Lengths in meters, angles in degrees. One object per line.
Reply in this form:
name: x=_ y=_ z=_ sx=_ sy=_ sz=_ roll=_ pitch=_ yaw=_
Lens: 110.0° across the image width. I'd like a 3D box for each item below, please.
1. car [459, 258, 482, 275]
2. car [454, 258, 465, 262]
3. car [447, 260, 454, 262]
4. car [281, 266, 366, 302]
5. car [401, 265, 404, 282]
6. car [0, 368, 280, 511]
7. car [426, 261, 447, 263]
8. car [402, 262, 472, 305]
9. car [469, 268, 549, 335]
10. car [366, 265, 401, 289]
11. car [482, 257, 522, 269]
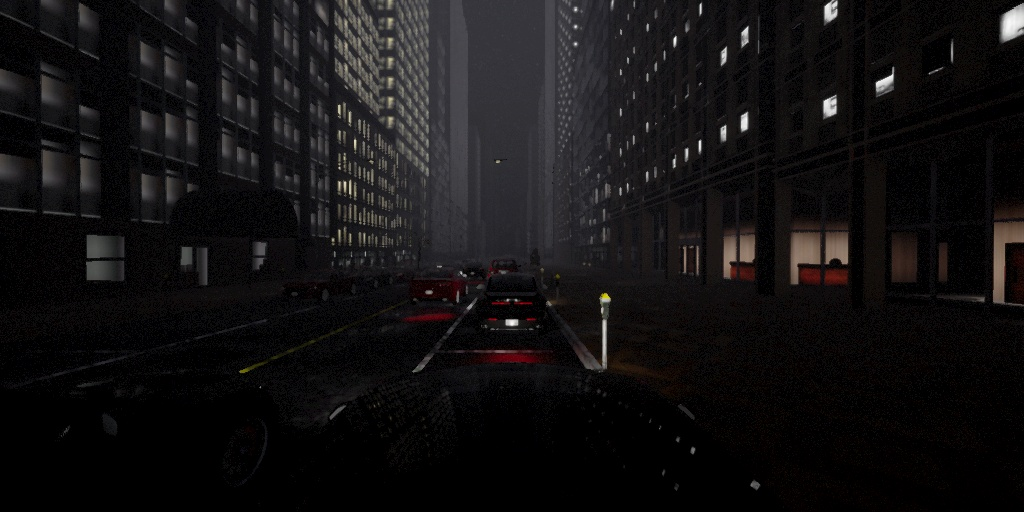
car: x=-3.146 y=1.230 z=31.098 sx=1.882 sy=1.535 sz=5.008 roll=0 pitch=0 yaw=0
car: x=-6.146 y=1.262 z=49.097 sx=2.128 sy=1.511 sz=4.902 roll=0 pitch=0 yaw=0
car: x=-8.837 y=1.290 z=50.940 sx=2.007 sy=1.370 sz=4.403 roll=0 pitch=0 yaw=0
car: x=-8.837 y=1.292 z=16.839 sx=1.888 sy=1.381 sz=4.507 roll=0 pitch=0 yaw=0
car: x=-8.837 y=1.327 z=28.206 sx=1.802 sy=1.307 sz=4.207 roll=0 pitch=0 yaw=0
car: x=-3.146 y=1.275 z=1.501 sx=1.812 sy=1.442 sz=4.674 roll=0 pitch=0 yaw=0
car: x=-8.837 y=1.293 z=39.574 sx=2.007 sy=1.370 sz=4.403 roll=0 pitch=0 yaw=0
car: x=-3.146 y=1.233 z=16.097 sx=1.882 sy=1.535 sz=5.008 roll=0 pitch=0 yaw=0
car: x=-0.001 y=1.252 z=10.501 sx=1.837 sy=1.490 sz=4.892 roll=0 pitch=0 yaw=0
car: x=-8.838 y=1.296 z=22.523 sx=2.007 sy=1.370 sz=4.403 roll=0 pitch=0 yaw=0
car: x=-0.457 y=1.060 z=22.523 sx=2.192 sy=1.841 sz=5.009 roll=0 pitch=0 yaw=0
